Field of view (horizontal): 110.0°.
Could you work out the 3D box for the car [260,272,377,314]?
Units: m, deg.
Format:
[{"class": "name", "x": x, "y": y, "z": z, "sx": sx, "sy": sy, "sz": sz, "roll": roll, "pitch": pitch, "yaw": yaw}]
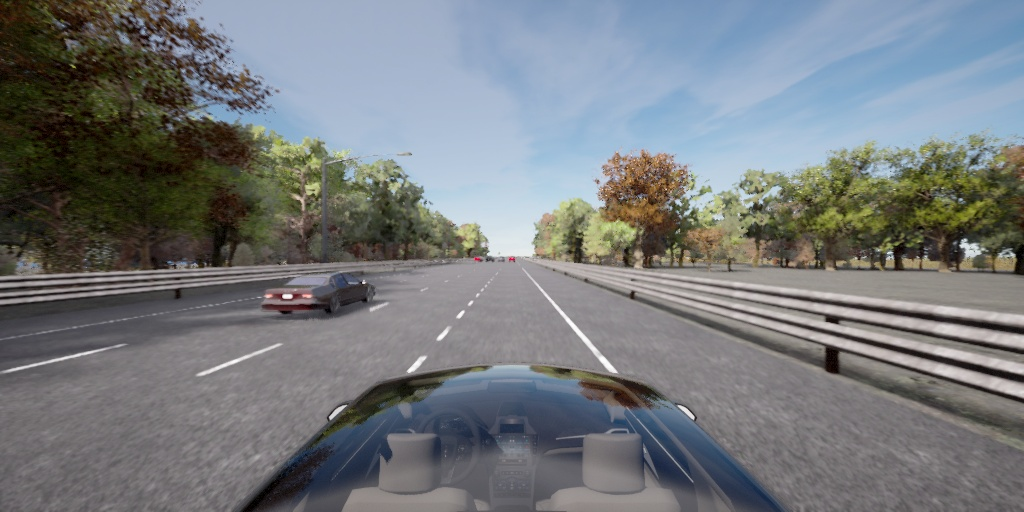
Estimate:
[{"class": "car", "x": -6.998, "y": 1.309, "z": 13.688, "sx": 2.033, "sy": 1.411, "sz": 5.357, "roll": 0, "pitch": 0, "yaw": 0}]
